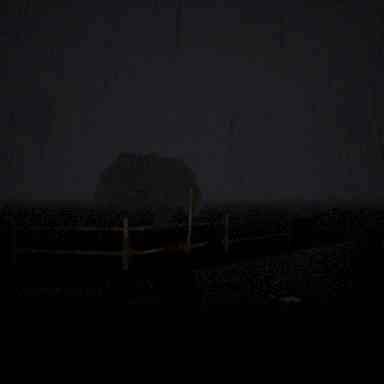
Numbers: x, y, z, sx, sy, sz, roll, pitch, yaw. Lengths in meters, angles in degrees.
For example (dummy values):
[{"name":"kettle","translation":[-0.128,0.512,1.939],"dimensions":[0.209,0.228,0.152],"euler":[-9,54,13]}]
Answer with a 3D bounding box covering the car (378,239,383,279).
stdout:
[{"name":"car","translation":[6.808,1.351,8.764],"dimensions":[4.553,1.767,2.097],"euler":[0,1,-40]}]
